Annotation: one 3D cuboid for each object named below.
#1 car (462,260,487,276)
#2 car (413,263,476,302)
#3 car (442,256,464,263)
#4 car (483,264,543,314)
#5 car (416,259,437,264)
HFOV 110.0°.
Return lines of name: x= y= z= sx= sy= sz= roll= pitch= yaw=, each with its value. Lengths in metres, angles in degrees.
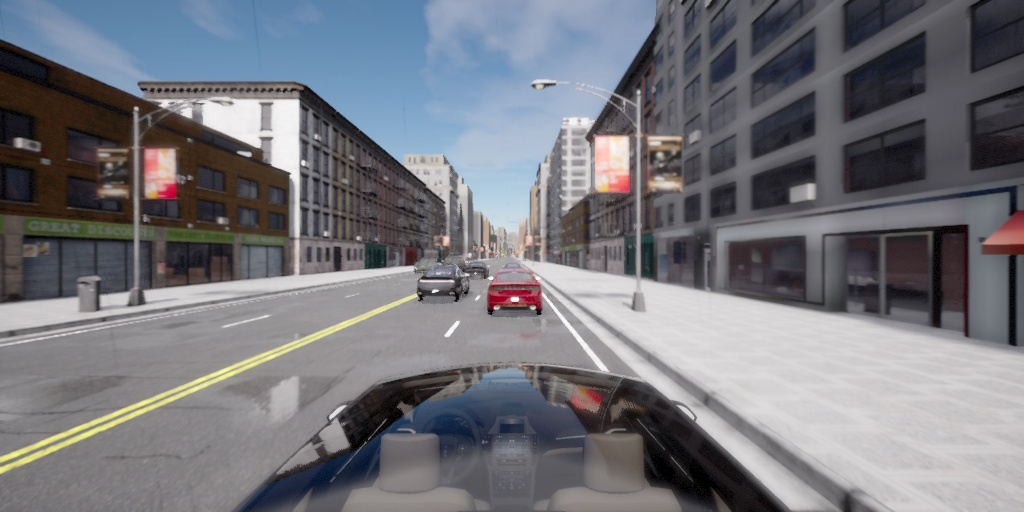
car: x=-3.164 y=1.274 z=33.436 sx=1.837 sy=1.490 sz=4.892 roll=0 pitch=0 yaw=0
car: x=-3.157 y=1.248 z=17.153 sx=2.128 sy=1.511 sz=4.902 roll=0 pitch=0 yaw=0
car: x=-6.609 y=0.996 z=40.645 sx=2.150 sy=2.045 sz=5.566 roll=0 pitch=0 yaw=0
car: x=0.095 y=1.232 z=13.876 sx=1.882 sy=1.535 sz=5.008 roll=0 pitch=0 yaw=0
car: x=-9.856 y=1.129 z=41.451 sx=2.097 sy=1.767 sz=4.553 roll=0 pitch=0 yaw=0
